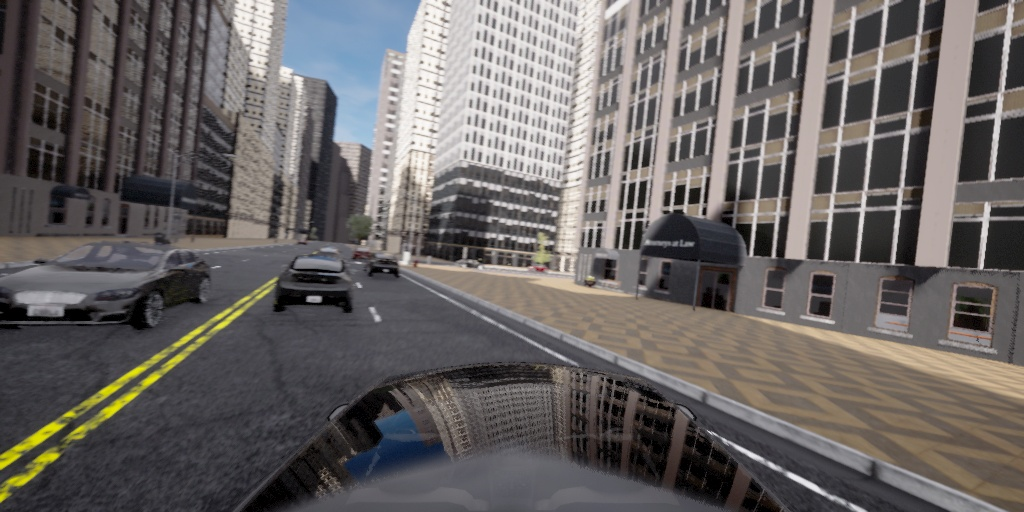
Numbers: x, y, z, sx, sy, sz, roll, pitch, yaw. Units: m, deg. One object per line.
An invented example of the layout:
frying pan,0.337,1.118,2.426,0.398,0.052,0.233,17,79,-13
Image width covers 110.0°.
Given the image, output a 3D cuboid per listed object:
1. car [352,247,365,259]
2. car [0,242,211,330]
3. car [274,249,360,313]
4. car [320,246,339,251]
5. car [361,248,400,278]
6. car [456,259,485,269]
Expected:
car,-16.800,-0.251,40.243,1.882,1.535,5.008,6,0,-26
car,-8.039,0.469,7.572,2.128,1.511,4.902,6,0,-26
car,-5.866,0.714,10.909,1.837,1.490,4.892,6,0,-26
car,-14.832,-0.064,29.003,1.812,1.442,4.674,6,0,-26
car,-8.550,0.513,23.563,1.837,1.490,4.892,6,0,-26
car,-6.295,1.217,54.333,4.403,1.370,2.007,0,0,-27
